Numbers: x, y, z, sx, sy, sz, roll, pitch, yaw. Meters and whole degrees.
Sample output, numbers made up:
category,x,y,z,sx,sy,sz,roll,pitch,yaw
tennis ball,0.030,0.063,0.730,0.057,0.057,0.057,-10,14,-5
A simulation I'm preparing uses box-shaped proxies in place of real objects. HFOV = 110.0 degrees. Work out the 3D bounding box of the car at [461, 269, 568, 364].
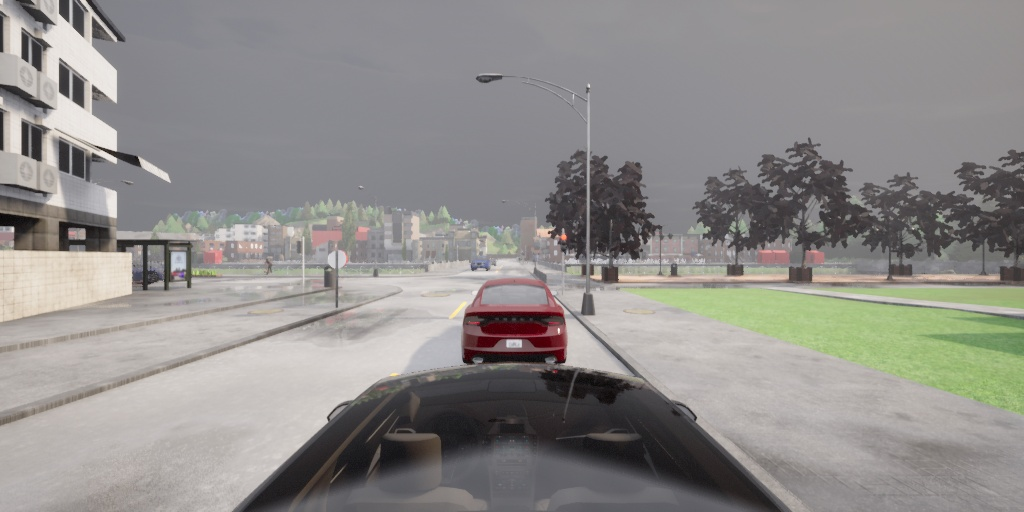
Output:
category,x,y,z,sx,sy,sz,roll,pitch,yaw
car,0.054,1.227,8.115,1.882,1.535,5.008,0,0,0

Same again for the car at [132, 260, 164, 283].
category,x,y,z,sx,sy,sz,roll,pitch,yaw
car,-27.453,1.102,26.914,4.553,1.767,2.097,0,0,0

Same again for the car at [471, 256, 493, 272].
category,x,y,z,sx,sy,sz,roll,pitch,yaw
car,-4.086,0.971,47.346,2.150,2.045,5.566,0,0,1

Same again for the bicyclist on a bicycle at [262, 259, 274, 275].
category,x,y,z,sx,sy,sz,roll,pitch,yaw
bicyclist on a bicycle,-24.021,1.098,35.307,0.582,1.620,1.656,0,0,0
